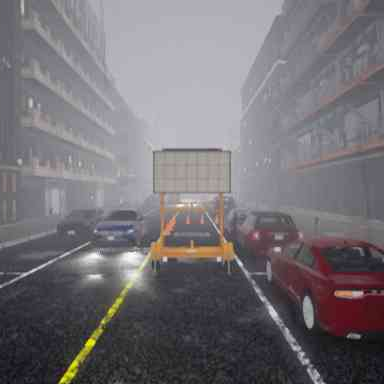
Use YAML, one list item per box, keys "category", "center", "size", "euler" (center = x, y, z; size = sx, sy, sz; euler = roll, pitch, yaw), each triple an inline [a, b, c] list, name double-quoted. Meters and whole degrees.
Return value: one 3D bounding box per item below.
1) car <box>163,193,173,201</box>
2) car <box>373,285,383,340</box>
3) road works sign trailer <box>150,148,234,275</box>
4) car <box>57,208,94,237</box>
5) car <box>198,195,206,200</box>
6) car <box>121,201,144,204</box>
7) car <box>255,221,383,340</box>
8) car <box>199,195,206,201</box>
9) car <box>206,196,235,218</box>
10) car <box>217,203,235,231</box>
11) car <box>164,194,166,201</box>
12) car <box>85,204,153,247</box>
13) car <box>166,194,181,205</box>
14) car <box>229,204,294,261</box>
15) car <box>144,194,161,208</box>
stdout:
- category: "car"
  center: [-5.686, 1.196, 79.862]
  size: [2.192, 1.841, 5.009]
  euler: [0, 0, 0]
- category: "car"
  center: [2.691, 1.565, 0.949]
  size: [1.947, 1.339, 4.313]
  euler: [0, 0, 0]
- category: "road works sign trailer"
  center: [0.000, 0.452, 10.353]
  size: [2.380, 3.560, 2.880]
  euler: [0, 0, 0]
- category: "car"
  center: [-5.689, 1.544, 17.861]
  size: [1.947, 1.339, 4.313]
  euler: [0, 0, 0]
- category: "car"
  center: [2.694, 1.407, 91.131]
  size: [1.887, 1.381, 4.507]
  euler: [0, 0, 0]
- category: "car"
  center: [-5.688, 1.488, 28.964]
  size: [1.752, 1.417, 4.829]
  euler: [0, 0, 0]
- category: "car"
  center: [2.692, 1.537, 6.585]
  size: [1.887, 1.381, 4.507]
  euler: [0, 0, 0]
- category: "car"
  center: [2.694, 1.407, 80.029]
  size: [1.752, 1.417, 4.829]
  euler: [0, 0, 0]
- category: "car"
  center: [2.694, 1.277, 29.131]
  size: [2.192, 1.841, 5.009]
  euler: [0, 0, 0]
- category: "car"
  center: [2.692, 1.529, 17.858]
  size: [2.008, 1.369, 4.403]
  euler: [0, 0, 0]
- category: "car"
  center: [-5.687, 1.243, 51.681]
  size: [2.192, 1.841, 5.009]
  euler: [0, 0, 0]
- category: "car"
  center: [-3.099, 1.507, 15.067]
  size: [1.812, 1.442, 4.674]
  euler: [0, 0, 0]
- category: "car"
  center: [-3.082, 1.142, 56.103]
  size: [2.150, 2.045, 5.566]
  euler: [0, 0, 0]
- category: "car"
  center: [2.692, 1.425, 12.222]
  size: [1.967, 1.590, 4.097]
  euler: [0, 0, 0]
- category: "car"
  center: [-5.688, 1.377, 46.044]
  size: [1.967, 1.590, 4.097]
  euler: [0, 0, 0]
